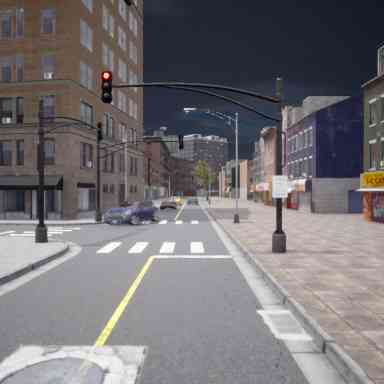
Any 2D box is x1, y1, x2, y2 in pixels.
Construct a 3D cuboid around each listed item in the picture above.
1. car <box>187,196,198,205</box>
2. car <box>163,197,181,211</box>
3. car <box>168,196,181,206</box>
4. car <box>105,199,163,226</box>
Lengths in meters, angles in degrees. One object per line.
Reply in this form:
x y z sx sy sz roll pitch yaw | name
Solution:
0.118 1.510 59.158 2.128 1.511 4.902 0 0 0 | car
-2.834 1.556 41.623 2.033 1.411 5.357 0 0 0 | car
-2.819 1.494 55.383 1.882 1.535 5.008 0 0 0 | car
-4.227 1.357 23.754 2.097 1.767 4.553 0 0 21 | car
